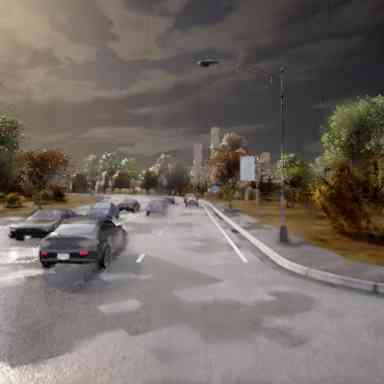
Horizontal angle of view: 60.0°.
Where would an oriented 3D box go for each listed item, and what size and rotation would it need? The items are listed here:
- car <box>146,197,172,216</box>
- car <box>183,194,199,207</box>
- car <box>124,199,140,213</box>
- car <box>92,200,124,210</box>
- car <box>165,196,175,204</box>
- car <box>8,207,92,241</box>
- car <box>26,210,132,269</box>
[{"bbox_3d":[-3.398,1.537,33.077,2.033,1.411,5.357,0,0,0],"label":"car"},{"bbox_3d":[-0.012,1.356,47.268,1.812,1.442,4.674,0,1,0],"label":"car"},{"bbox_3d":[-6.997,1.503,37.248,2.033,1.411,5.357,0,1,0],"label":"car"},{"bbox_3d":[-7.036,1.542,26.668,1.812,1.442,4.674,0,0,1],"label":"car"},{"bbox_3d":[-3.841,1.280,55.442,1.895,1.301,4.718,0,1,-4],"label":"car"},{"bbox_3d":[-7.086,1.563,16.975,2.033,1.411,5.357,0,0,0],"label":"car"},{"bbox_3d":[-3.412,1.536,11.091,1.812,1.442,4.674,0,0,0],"label":"car"}]
